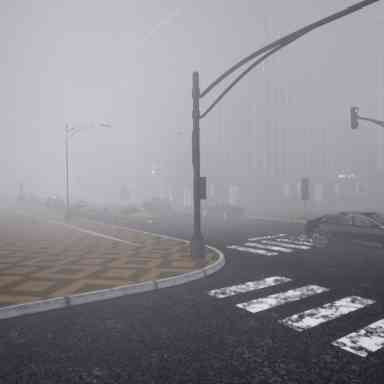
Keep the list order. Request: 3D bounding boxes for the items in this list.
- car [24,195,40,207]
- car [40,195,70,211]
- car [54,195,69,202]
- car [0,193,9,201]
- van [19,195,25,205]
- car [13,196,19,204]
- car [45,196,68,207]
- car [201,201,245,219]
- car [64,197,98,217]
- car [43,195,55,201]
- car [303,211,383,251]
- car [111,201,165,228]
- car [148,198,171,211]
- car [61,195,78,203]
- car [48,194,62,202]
[{"bbox_3d":[-23.443,1.411,50.128,1.967,1.590,4.097,-1,1,-36],"label":"car"},{"bbox_3d":[-16.967,1.429,41.096,1.967,1.590,4.097,-1,1,-36],"label":"car"},{"bbox_3d":[-26.753,1.407,68.268,1.802,1.307,4.206,-1,1,-36],"label":"car"},{"bbox_3d":[-46.110,1.449,81.740,1.887,1.381,4.507,-1,1,-36],"label":"car"},{"bbox_3d":[-26.683,1.302,54.643,1.690,1.788,3.998,-1,1,-36],"label":"van"},{"bbox_3d":[-33.157,1.493,63.676,2.008,1.369,4.403,-1,1,-36],"label":"car"},{"bbox_3d":[-20.829,1.396,50.884,2.128,1.511,4.902,-1,1,-36],"label":"car"},{"bbox_3d":[2.496,1.455,27.700,2.008,1.369,4.403,-1,1,-36],"label":"car"},{"bbox_3d":[-10.439,1.533,31.893,1.752,1.417,4.829,-1,1,-36],"label":"car"},{"bbox_3d":[-33.330,1.331,77.438,1.752,1.417,4.829,-1,1,-36],"label":"car"},{"bbox_3d":[6.629,1.496,12.608,2.128,1.511,4.902,0,0,-36],"label":"car"},{"bbox_3d":[-4.019,1.552,22.819,1.752,1.417,4.829,-1,1,-36],"label":"car"},{"bbox_3d":[-4.040,1.328,36.691,1.967,1.590,4.097,-1,1,-36],"label":"car"},{"bbox_3d":[-23.515,1.385,63.752,2.008,1.369,4.403,-1,1,-36],"label":"car"},{"bbox_3d":[-29.993,1.256,72.783,1.967,1.590,4.097,-1,1,-36],"label":"car"}]
